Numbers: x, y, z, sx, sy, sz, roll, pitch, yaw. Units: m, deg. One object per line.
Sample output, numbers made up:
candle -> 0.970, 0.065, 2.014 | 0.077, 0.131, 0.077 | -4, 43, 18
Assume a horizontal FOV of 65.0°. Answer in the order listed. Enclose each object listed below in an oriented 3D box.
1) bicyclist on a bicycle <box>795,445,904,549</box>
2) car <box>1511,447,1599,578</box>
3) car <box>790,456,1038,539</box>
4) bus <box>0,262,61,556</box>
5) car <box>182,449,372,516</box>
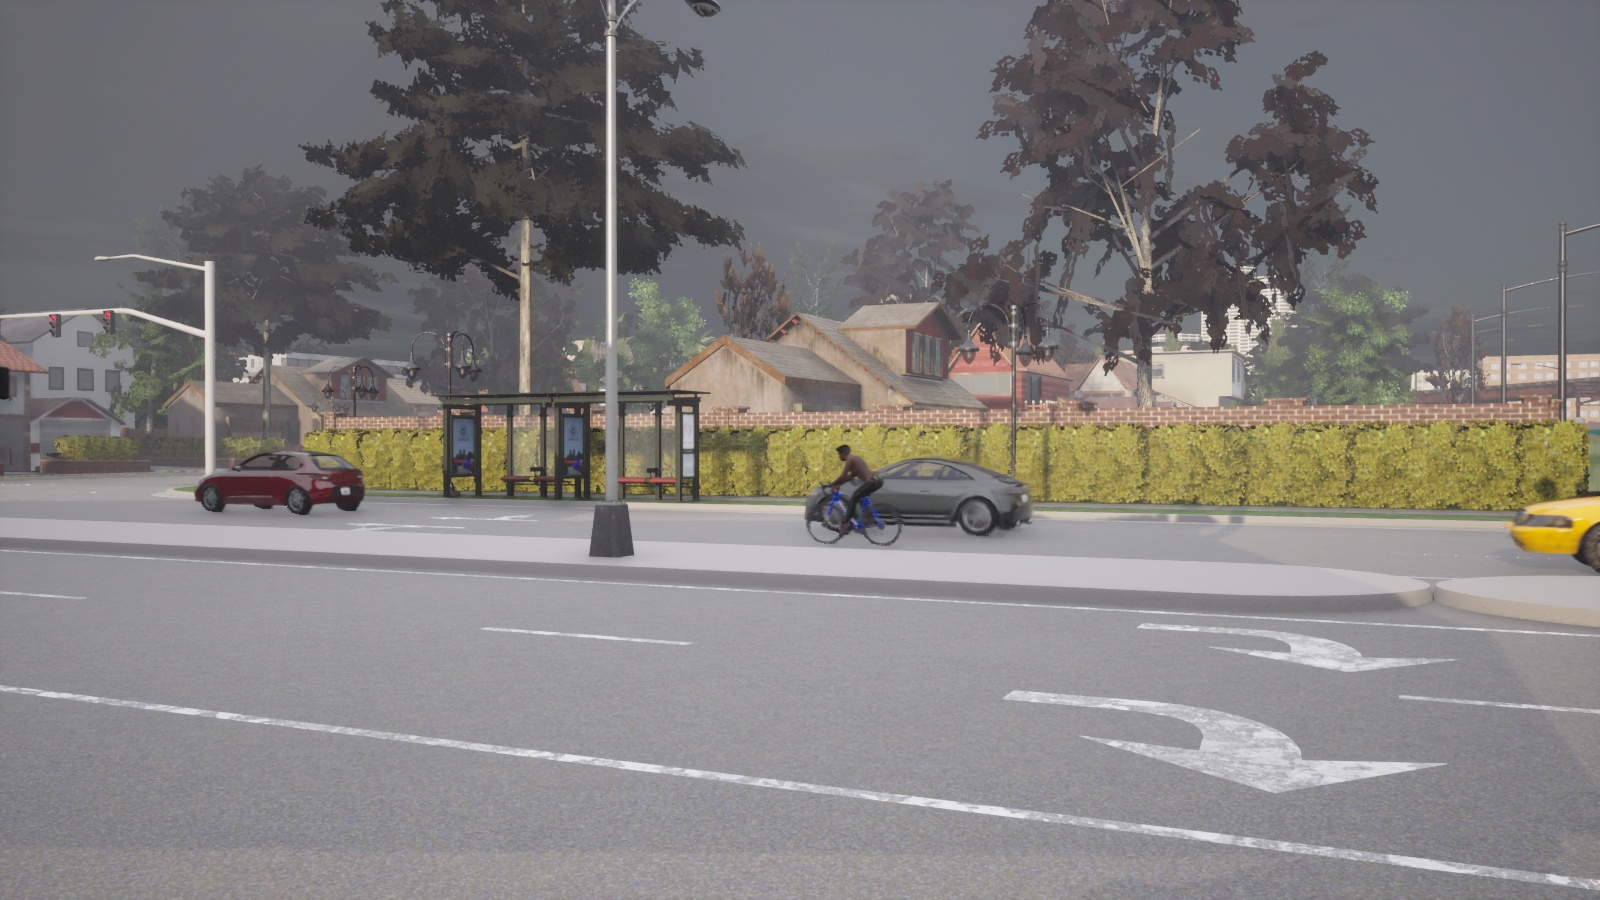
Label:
bicyclist on a bicycle -> 0.794, 0.739, 20.159 | 1.656, 1.620, 0.582 | 0, 0, 24
car -> 11.759, 0.761, 15.182 | 5.366, 1.575, 1.801 | 0, 0, 24
car -> 2.126, 0.833, 23.394 | 4.181, 1.385, 1.994 | 0, 0, 24
bus -> -16.667, -0.600, 19.279 | 10.273, 4.253, 3.944 | 0, 0, 24
car -> -12.507, 0.733, 30.031 | 4.193, 1.474, 1.816 | 0, 0, 24
